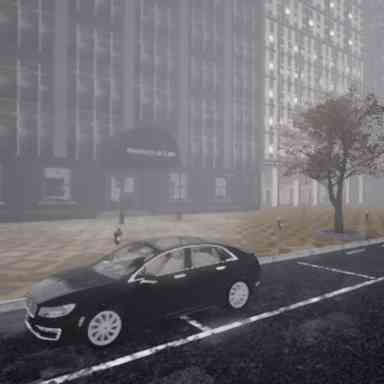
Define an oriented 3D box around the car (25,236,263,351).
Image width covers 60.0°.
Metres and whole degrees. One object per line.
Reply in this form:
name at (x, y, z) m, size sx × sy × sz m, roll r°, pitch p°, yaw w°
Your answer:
car at (-0.608, 1.546, 6.112) m, size 4.403 × 1.369 × 2.008 m, roll 0°, pitch 1°, yaw -35°
